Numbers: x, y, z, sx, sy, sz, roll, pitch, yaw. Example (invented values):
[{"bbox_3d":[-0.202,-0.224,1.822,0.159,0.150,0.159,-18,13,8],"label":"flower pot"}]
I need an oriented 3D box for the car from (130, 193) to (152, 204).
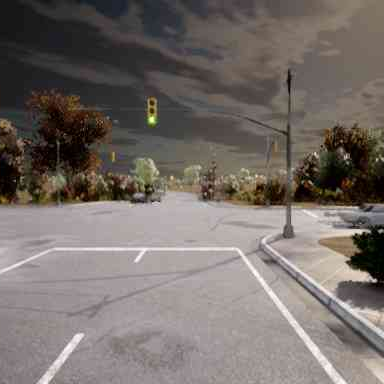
[{"bbox_3d":[-7.176,0.866,45.588,1.882,1.535,5.008,0,0,1],"label":"car"}]

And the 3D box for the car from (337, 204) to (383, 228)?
[{"bbox_3d":[11.031,1.352,19.081,4.718,1.301,1.895,0,1,11],"label":"car"}]

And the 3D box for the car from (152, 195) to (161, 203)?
[{"bbox_3d":[-7.139,1.343,65.471,1.837,1.490,4.892,0,-2,0],"label":"car"}]
